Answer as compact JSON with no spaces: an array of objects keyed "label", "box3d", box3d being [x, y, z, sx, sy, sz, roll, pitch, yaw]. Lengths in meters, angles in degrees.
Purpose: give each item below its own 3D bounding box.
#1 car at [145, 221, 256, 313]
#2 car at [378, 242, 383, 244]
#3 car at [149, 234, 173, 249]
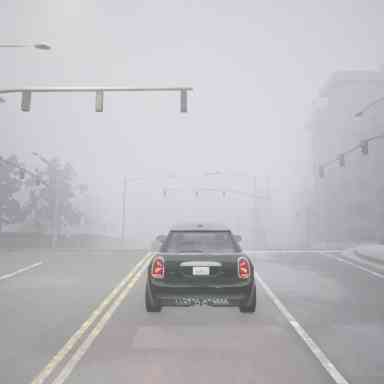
[{"label":"car","box3d":[0.179,1.489,8.147,2.097,1.767,4.553,0,-1,0]},{"label":"car","box3d":[17.228,4.286,26.185,4.892,1.490,1.837,5,-10,1]},{"label":"car","box3d":[-3.230,5.378,35.602,1.837,1.490,4.892,0,-10,2]}]
